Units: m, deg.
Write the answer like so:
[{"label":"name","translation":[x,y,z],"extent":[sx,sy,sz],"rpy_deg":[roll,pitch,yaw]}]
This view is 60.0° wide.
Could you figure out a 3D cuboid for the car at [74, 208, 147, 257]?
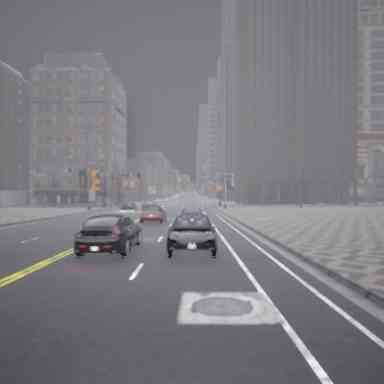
[{"label":"car","translation":[-3.236,1.644,13.513],"extent":[1.837,1.490,4.892],"rpy_deg":[0,0,0]}]

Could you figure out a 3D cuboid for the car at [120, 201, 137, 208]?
[{"label":"car","translation":[-9.800,2.148,51.601],"extent":[1.994,1.385,4.181],"rpy_deg":[0,-1,1]}]

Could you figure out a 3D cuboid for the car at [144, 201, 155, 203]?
[{"label":"car","translation":[-6.556,2.052,50.832],"extent":[1.882,1.535,5.008],"rpy_deg":[0,-1,0]}]

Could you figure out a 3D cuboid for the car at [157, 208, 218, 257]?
[{"label":"car","translation":[0.014,1.630,13.528],"extent":[2.128,1.511,4.902],"rpy_deg":[0,0,0]}]

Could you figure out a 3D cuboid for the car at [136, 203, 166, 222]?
[{"label":"car","translation":[-3.241,1.871,28.539],"extent":[1.994,1.385,4.181],"rpy_deg":[0,-1,0]}]
